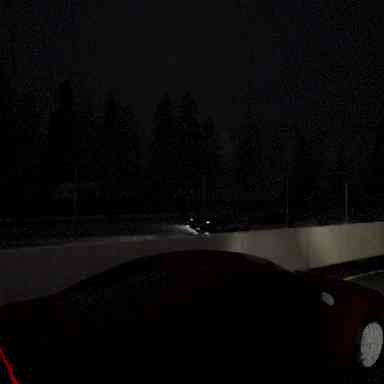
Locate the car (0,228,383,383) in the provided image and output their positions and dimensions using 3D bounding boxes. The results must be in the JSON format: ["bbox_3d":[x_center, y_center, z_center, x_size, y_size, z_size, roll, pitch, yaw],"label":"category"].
[{"bbox_3d":[0.414,1.469,4.044,5.008,1.535,1.882,1,0,-34],"label":"car"}]

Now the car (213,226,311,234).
[{"bbox_3d":[3.135,1.510,14.543,4.892,1.490,1.837,1,0,-34],"label":"car"}]
